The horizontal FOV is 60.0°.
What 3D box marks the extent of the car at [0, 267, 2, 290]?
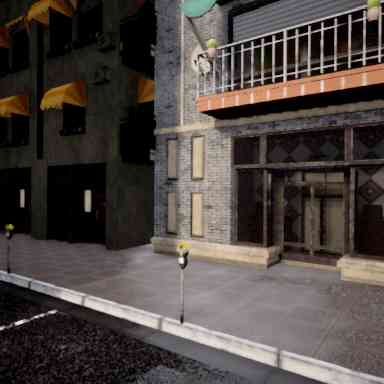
[{"bbox_3d":[-5.736,1.541,6.941,4.507,1.381,1.887,0,1,35],"label":"car"}]
